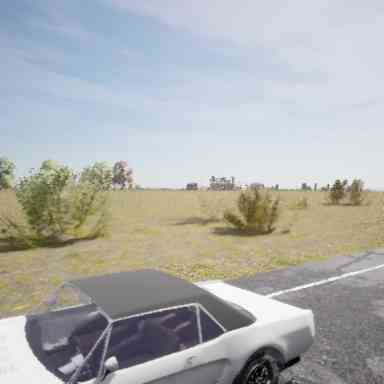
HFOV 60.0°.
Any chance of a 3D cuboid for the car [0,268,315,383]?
[{"bbox_3d":[-0.939,1.603,3.325,4.718,1.301,1.895,0,0,-36],"label":"car"}]
